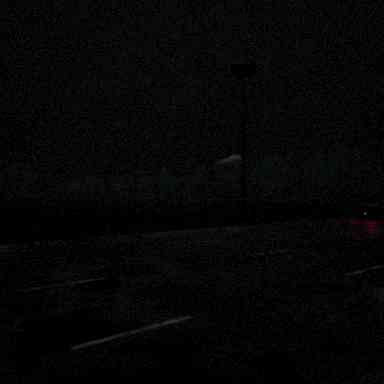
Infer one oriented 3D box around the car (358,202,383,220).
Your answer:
[{"bbox_3d":[15.815,1.541,28.036,4.674,1.442,1.812,0,0,-35],"label":"car"}]
